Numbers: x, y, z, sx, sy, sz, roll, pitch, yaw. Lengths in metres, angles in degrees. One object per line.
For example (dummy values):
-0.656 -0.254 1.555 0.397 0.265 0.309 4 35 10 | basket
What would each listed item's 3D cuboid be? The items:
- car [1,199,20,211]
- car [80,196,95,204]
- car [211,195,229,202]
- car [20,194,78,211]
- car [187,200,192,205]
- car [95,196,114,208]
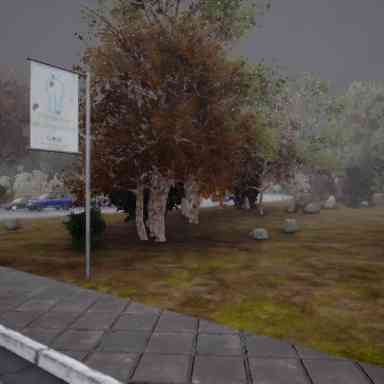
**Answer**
-20.819 1.499 41.105 1.837 1.490 4.892 0 0 38 | car
-14.835 1.319 48.724 2.097 1.767 4.553 0 0 38 | car
5.662 1.361 65.107 2.033 1.411 5.357 0 0 31 | car
-17.119 1.212 40.129 2.150 2.045 5.566 0 0 39 | car
-1.977 1.507 53.860 1.895 1.301 4.718 0 0 36 | car
-11.024 1.312 47.930 2.097 1.767 4.553 0 0 37 | car
